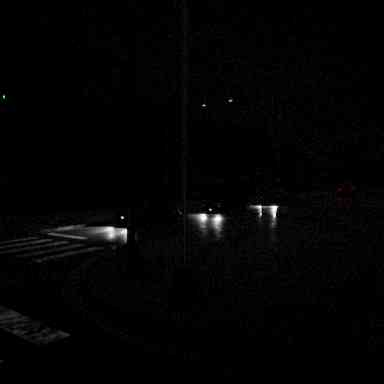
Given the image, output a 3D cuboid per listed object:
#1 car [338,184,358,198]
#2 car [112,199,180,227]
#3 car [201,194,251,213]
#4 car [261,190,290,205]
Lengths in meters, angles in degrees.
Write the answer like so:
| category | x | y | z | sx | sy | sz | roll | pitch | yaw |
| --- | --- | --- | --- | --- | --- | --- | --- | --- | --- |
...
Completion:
| category | x | y | z | sx | sy | sz | roll | pitch | yaw |
| --- | --- | --- | --- | --- | --- | --- | --- | --- | --- |
| car | 24.392 | -0.219 | 51.953 | 2.150 | 2.045 | 5.566 | 0 | 2 | 35 |
| car | -2.524 | 1.118 | 19.102 | 1.994 | 1.385 | 4.181 | 0 | 2 | 35 |
| car | 2.887 | 0.859 | 26.734 | 2.033 | 1.411 | 5.357 | 0 | 2 | 35 |
| car | 8.894 | 0.557 | 35.197 | 1.837 | 1.490 | 4.892 | 0 | 2 | 35 |
